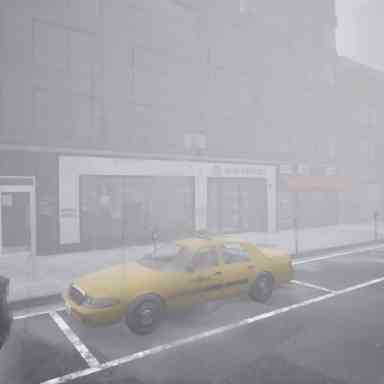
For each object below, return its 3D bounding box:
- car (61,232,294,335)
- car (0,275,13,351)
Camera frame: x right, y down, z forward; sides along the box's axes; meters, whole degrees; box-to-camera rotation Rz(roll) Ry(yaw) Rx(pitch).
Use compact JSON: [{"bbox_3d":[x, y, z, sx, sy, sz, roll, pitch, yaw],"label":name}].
[{"bbox_3d":[0.004,1.524,6.660,4.829,1.417,1.752,0,-1,-35],"label":"car"},{"bbox_3d":[-4.343,1.566,3.566,4.313,1.339,1.947,0,-1,-35],"label":"car"}]
